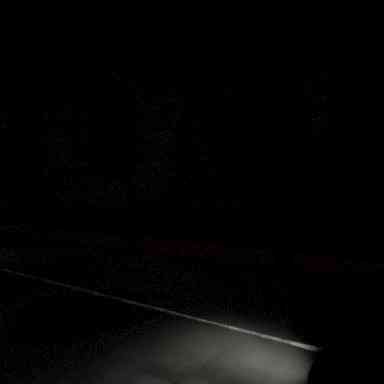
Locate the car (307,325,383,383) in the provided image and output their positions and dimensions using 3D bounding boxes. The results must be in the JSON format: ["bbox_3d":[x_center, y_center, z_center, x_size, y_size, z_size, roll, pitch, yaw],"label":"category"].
[{"bbox_3d":[3.094,1.489,1.645,4.892,1.490,1.837,0,0,37],"label":"car"}]
